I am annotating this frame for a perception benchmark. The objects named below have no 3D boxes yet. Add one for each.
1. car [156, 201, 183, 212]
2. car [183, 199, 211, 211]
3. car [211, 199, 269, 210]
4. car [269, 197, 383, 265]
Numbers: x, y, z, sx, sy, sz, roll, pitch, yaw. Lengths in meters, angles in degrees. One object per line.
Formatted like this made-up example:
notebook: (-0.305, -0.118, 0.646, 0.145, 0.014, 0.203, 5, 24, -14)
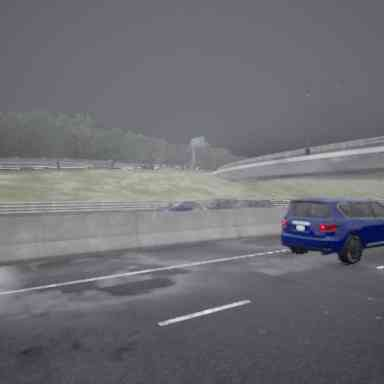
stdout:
car: (-0.859, 1.494, 28.830, 4.674, 1.442, 1.812, 0, 0, -34)
car: (1.967, 1.324, 26.513, 4.553, 1.767, 2.097, 0, 0, -34)
car: (3.948, 1.328, 23.628, 4.553, 1.767, 2.097, 0, 0, -34)
car: (5.580, 1.208, 11.812, 5.566, 2.045, 2.150, 0, 0, -34)
